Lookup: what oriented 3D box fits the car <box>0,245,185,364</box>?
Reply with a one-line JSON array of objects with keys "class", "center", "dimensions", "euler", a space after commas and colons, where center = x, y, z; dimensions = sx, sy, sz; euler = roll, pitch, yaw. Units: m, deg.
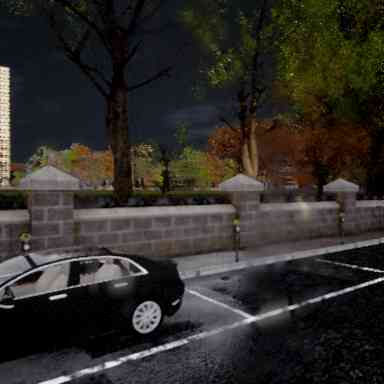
[{"class": "car", "center": [-2.167, 1.552, 5.016], "dimensions": [4.403, 1.369, 2.008], "euler": [0, 0, -36]}]
